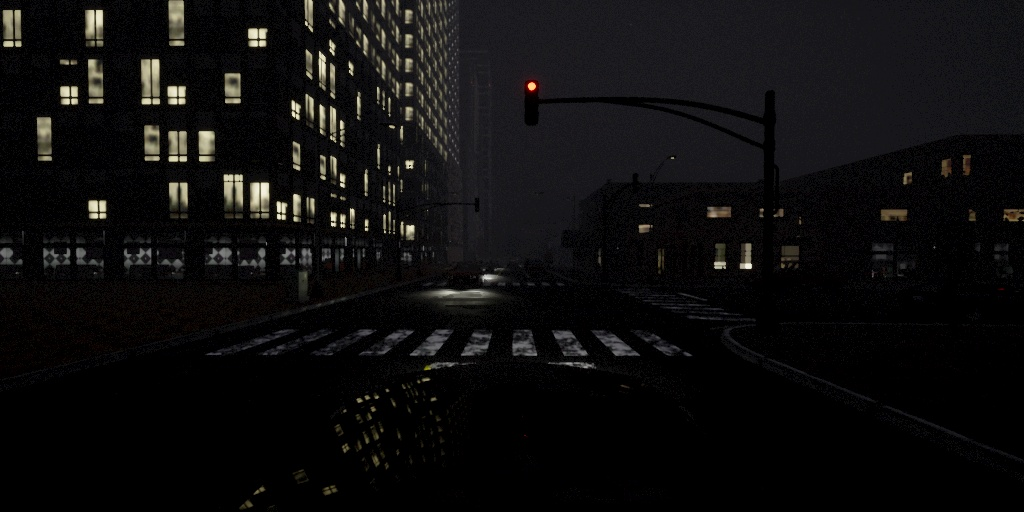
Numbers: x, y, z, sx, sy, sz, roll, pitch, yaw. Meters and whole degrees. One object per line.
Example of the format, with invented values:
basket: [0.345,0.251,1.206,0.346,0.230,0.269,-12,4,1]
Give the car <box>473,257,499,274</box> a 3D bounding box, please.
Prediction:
car: [-3.013,1.233,41.293,2.128,1.511,4.902,0,0,0]

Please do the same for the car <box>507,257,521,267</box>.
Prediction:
car: [0.133,1.301,63.834,1.994,1.385,4.181,0,0,0]

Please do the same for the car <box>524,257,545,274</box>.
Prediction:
car: [2.774,1.181,41.331,1.967,1.591,4.097,0,0,0]

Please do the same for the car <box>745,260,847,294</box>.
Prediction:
car: [16.559,1.166,21.019,5.009,1.841,2.192,0,0,1]

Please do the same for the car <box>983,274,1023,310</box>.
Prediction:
car: [23.932,1.561,15.127,5.357,1.411,2.033,1,1,1]

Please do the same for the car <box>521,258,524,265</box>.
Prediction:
car: [2.798,1.053,52.619,2.192,1.841,5.009,0,0,0]

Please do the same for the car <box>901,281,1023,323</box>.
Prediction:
car: [16.434,1.549,12.641,4.313,1.339,1.948,0,0,1]

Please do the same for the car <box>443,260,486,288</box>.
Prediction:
car: [-3.052,1.222,24.085,1.882,1.535,5.008,0,0,0]
